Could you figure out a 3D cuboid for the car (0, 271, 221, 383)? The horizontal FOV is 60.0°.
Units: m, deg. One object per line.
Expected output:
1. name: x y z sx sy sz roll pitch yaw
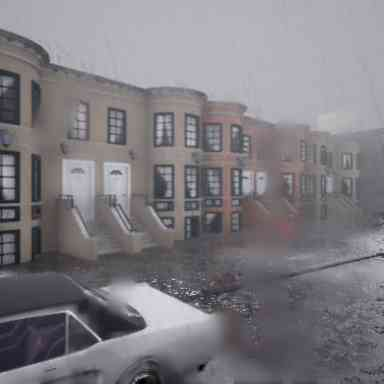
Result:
1. car: -2.083 1.601 3.121 4.718 1.301 1.895 0 0 -36
